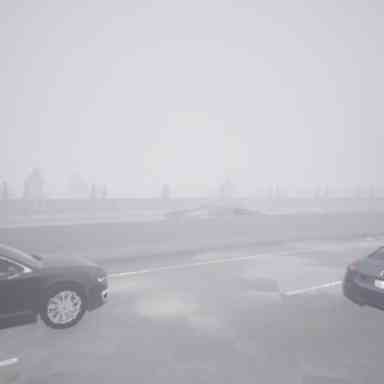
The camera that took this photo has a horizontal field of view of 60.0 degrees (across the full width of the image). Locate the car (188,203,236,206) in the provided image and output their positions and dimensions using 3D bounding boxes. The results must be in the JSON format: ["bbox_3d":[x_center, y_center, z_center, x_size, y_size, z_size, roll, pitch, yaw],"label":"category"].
[{"bbox_3d":[2.016,1.467,21.235,5.357,1.411,2.033,0,0,-27],"label":"car"}]

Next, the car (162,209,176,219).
[{"bbox_3d":[0.261,1.503,24.233,4.718,1.301,1.895,0,0,-27],"label":"car"}]

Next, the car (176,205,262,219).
[{"bbox_3d":[1.856,1.536,17.177,4.718,1.301,1.895,0,0,-28],"label":"car"}]

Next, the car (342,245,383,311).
[{"bbox_3d":[4.998,1.551,6.640,4.181,1.385,1.994,0,0,-30],"label":"car"}]

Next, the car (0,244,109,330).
[{"bbox_3d":[-3.766,1.471,5.211,4.892,1.490,1.837,0,0,-35],"label":"car"}]
